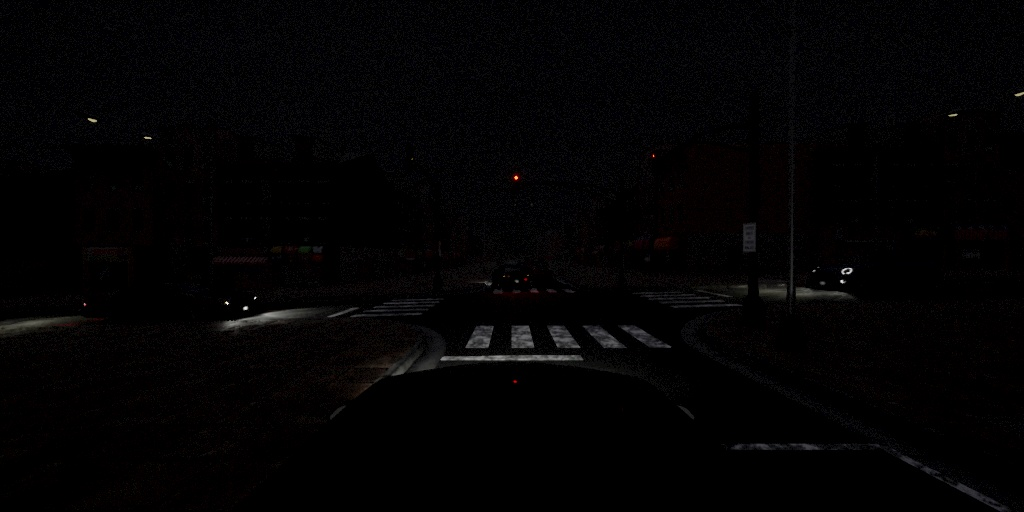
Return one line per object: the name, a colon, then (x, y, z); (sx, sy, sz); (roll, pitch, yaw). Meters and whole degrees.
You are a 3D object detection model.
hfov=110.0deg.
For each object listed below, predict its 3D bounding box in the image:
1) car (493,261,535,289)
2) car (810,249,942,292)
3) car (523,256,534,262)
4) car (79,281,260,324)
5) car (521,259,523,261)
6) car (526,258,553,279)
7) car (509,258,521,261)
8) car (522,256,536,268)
car: (-0.094, 1.292, 23.127); (1.812, 1.442, 4.674); (-1, 0, -10)
car: (16.398, 0.606, 16.347); (4.553, 1.767, 2.097); (-1, 0, 0)
car: (2.632, 1.112, 38.575); (2.192, 1.841, 5.009); (0, 0, 0)
car: (-12.587, 1.643, 13.344); (5.357, 1.411, 2.033); (-2, 0, 0)
car: (2.631, 1.127, 43.978); (2.192, 1.841, 5.009); (0, 0, 0)
car: (2.633, 1.225, 33.174); (1.967, 1.591, 4.097); (0, 0, 0)
car: (0.093, 1.387, 59.575); (1.812, 1.442, 4.674); (0, 0, 0)
car: (2.973, 1.107, 64.406); (2.150, 2.045, 5.566); (0, 0, 0)
